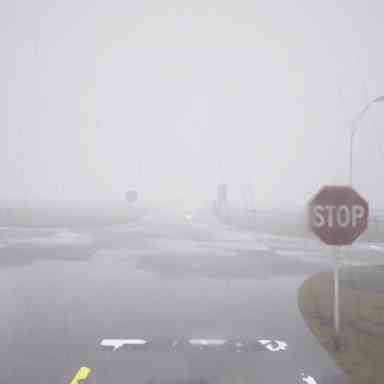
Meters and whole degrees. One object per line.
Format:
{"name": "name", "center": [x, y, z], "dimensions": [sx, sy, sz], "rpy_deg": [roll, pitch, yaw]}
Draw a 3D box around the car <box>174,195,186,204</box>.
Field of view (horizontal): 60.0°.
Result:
{"name": "car", "center": [-2.363, 1.376, 65.725], "dimensions": [2.097, 1.767, 4.553], "rpy_deg": [0, 0, 0]}
